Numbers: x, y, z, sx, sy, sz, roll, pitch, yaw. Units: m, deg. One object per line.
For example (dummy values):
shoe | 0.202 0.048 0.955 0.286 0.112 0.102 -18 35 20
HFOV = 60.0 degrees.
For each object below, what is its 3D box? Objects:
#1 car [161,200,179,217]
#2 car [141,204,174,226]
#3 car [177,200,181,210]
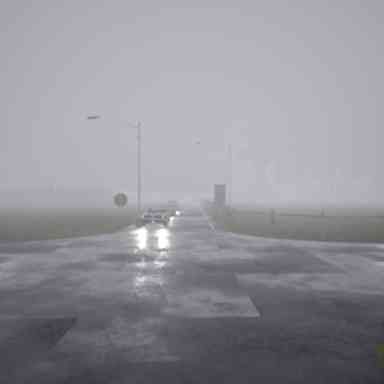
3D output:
car | -2.784 1.876 35.766 1.994 1.385 4.181 0 0 0
car | -2.697 1.828 25.499 1.895 1.301 4.718 0 -1 1
car | -2.752 1.930 48.614 1.837 1.490 4.892 0 0 0
